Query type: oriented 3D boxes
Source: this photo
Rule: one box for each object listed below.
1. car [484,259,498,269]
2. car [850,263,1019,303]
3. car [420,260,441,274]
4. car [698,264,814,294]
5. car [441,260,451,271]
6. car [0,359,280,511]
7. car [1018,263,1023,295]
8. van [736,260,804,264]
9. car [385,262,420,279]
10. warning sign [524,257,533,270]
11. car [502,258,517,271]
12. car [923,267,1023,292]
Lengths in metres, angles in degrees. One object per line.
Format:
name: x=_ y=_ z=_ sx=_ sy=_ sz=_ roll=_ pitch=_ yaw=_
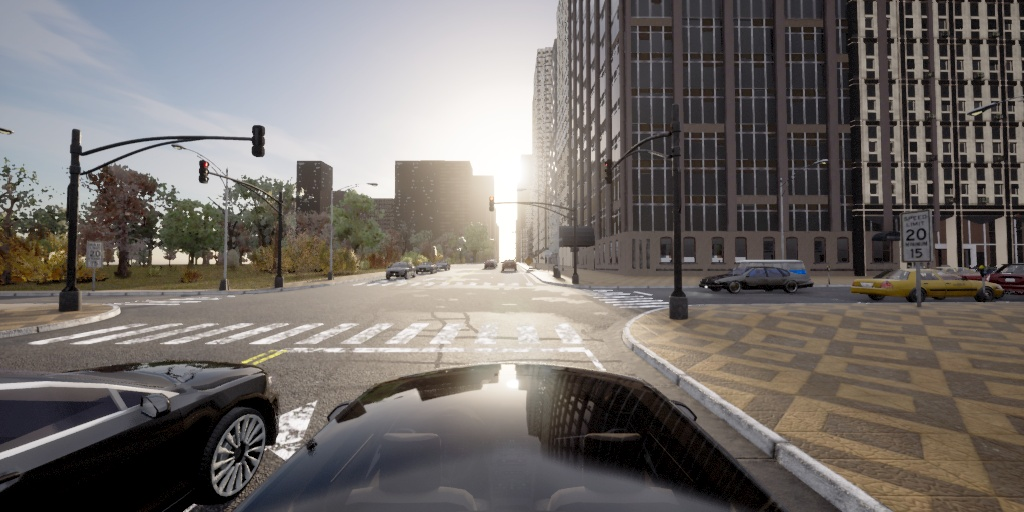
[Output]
car: x=-3.817 y=1.461 z=62.736 sx=1.837 sy=1.490 sz=4.892 roll=0 pitch=0 yaw=-1
car: x=16.215 y=1.076 z=14.073 sx=4.829 sy=1.417 sz=1.751 roll=0 pitch=0 yaw=-1
car: x=-10.227 y=1.416 z=42.971 sx=1.994 sy=1.385 sz=4.181 roll=0 pitch=0 yaw=0
car: x=13.147 y=1.269 z=19.442 sx=5.357 sy=1.411 sz=2.033 roll=0 pitch=-2 yaw=-1
car: x=-10.320 y=1.392 z=53.195 sx=2.128 sy=1.511 sz=4.902 roll=0 pitch=0 yaw=-1
car: x=-3.140 y=1.241 z=1.495 sx=2.128 sy=1.511 sz=4.902 roll=0 pitch=0 yaw=-1
car: x=21.628 y=0.962 z=14.190 sx=4.097 sy=1.591 sz=1.967 roll=0 pitch=0 yaw=-1
van: x=15.759 y=1.124 z=22.087 sx=3.998 sy=1.789 sz=1.690 roll=0 pitch=0 yaw=-1
car: x=-10.149 y=1.320 z=33.073 sx=1.837 sy=1.490 sz=4.892 roll=0 pitch=0 yaw=-2
warning sign: x=2.395 y=1.003 z=50.903 sx=1.300 sy=1.860 sz=1.060 roll=0 pitch=0 yaw=-1
car: x=-0.387 y=1.257 z=54.169 sx=2.097 sy=1.767 sz=4.553 roll=0 pitch=0 yaw=-1
car: x=26.011 y=1.258 z=19.718 sx=4.718 sy=1.301 sz=1.895 roll=0 pitch=-2 yaw=-1
